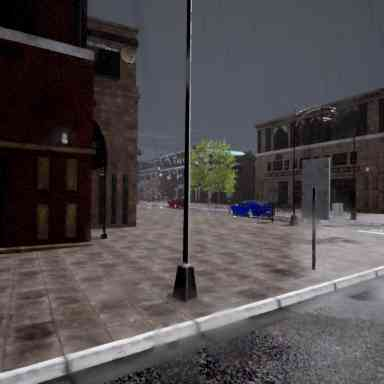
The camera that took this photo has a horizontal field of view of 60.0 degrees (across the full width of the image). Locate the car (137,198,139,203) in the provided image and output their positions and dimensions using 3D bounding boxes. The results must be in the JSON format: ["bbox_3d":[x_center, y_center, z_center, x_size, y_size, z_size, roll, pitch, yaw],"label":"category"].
[{"bbox_3d":[-12.228,1.671,68.993,1.802,1.307,4.206,1,-1,-27],"label":"car"}]

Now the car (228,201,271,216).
[{"bbox_3d":[5.761,1.628,33.759,2.008,1.369,4.403,1,-1,-27],"label":"car"}]

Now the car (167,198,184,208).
[{"bbox_3d":[-2.192,1.627,49.300,1.887,1.381,4.507,1,-1,-27],"label":"car"}]

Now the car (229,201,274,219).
[{"bbox_3d":[5.108,1.510,29.339,1.882,1.535,5.008,1,-1,-26],"label":"car"}]
